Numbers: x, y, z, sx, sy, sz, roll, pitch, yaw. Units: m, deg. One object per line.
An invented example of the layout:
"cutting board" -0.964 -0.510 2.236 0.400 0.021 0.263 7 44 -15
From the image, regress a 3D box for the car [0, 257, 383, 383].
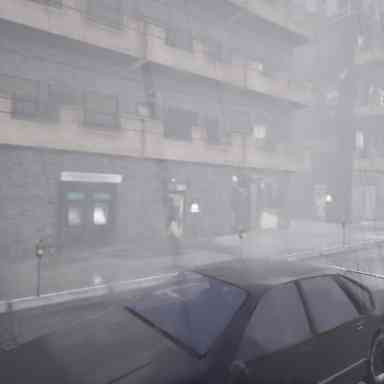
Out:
"car" 0.630 1.557 3.825 5.357 1.411 2.033 0 0 -36
